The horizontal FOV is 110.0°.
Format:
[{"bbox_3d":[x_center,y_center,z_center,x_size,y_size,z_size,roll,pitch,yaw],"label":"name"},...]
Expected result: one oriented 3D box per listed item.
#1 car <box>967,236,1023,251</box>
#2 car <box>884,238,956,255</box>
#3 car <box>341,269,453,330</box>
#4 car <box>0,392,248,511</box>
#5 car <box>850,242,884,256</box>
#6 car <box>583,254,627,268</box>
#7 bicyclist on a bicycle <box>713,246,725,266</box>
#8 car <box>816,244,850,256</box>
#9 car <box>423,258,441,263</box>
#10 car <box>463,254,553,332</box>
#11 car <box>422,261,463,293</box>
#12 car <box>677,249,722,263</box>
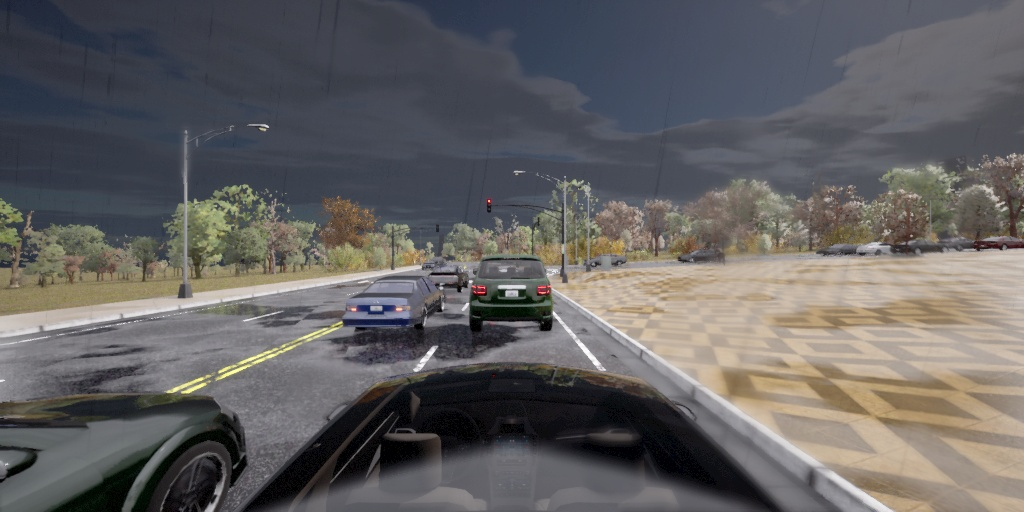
[{"bbox_3d":[51.168,-1.315,37.416,5.008,1.535,1.882,-3,0,-7],"label":"car"},{"bbox_3d":[41.249,-0.878,36.286,5.008,1.535,1.882,-3,0,-5],"label":"car"},{"bbox_3d":[-3.308,1.303,11.092,2.033,1.411,5.357,0,0,-1],"label":"car"},{"bbox_3d":[-3.170,1.314,1.223,1.994,1.385,4.181,0,0,0],"label":"car"},{"bbox_3d":[40.587,-0.804,39.485,4.674,1.442,1.812,-3,0,-6],"label":"car"},{"bbox_3d":[10.551,0.519,40.769,4.902,1.511,2.128,-3,0,-3],"label":"car"},{"bbox_3d":[17.409,0.005,30.187,0.582,1.620,1.656,-2,0,-3],"label":"bicyclist on a bicycle"},{"bbox_3d":[39.350,-0.730,42.735,5.357,1.411,2.033,-3,0,-5],"label":"car"},{"bbox_3d":[-12.527,1.407,54.823,1.994,1.385,4.181,0,0,-5],"label":"car"},{"bbox_3d":[-0.060,0.977,11.089,2.150,2.045,5.566,0,0,-1],"label":"car"},{"bbox_3d":[-3.617,1.257,20.839,2.128,1.511,4.902,0,0,0],"label":"car"},{"bbox_3d":[21.629,0.026,41.357,4.892,1.490,1.837,-3,0,-4],"label":"car"}]
